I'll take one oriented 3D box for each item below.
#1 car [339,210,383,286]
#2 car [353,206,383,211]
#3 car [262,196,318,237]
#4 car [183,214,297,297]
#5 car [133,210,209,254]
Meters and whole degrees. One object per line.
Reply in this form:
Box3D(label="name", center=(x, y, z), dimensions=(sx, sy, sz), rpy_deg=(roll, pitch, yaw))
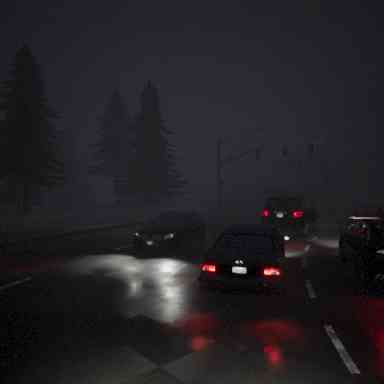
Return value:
Box3D(label="car", center=(5.310, 1.492, 9.119), dimensions=(2.128, 1.511, 4.902), rpy_deg=(0, 0, 16))
Box3D(label="car", center=(9.715, 1.492, 18.213), dimensions=(2.128, 1.511, 4.902), rpy_deg=(0, 0, 33))
Box3D(label="car", center=(5.485, 1.221, 18.265), dimensions=(2.150, 2.045, 5.566), rpy_deg=(0, 0, 28))
Box3D(label="car", center=(1.546, 1.547, 8.817), dimensions=(2.033, 1.411, 5.357), rpy_deg=(0, 0, 15))
Box3D(label="car", center=(-0.649, 1.524, 13.882), dimensions=(1.812, 1.442, 4.674), rpy_deg=(0, 0, 21))
